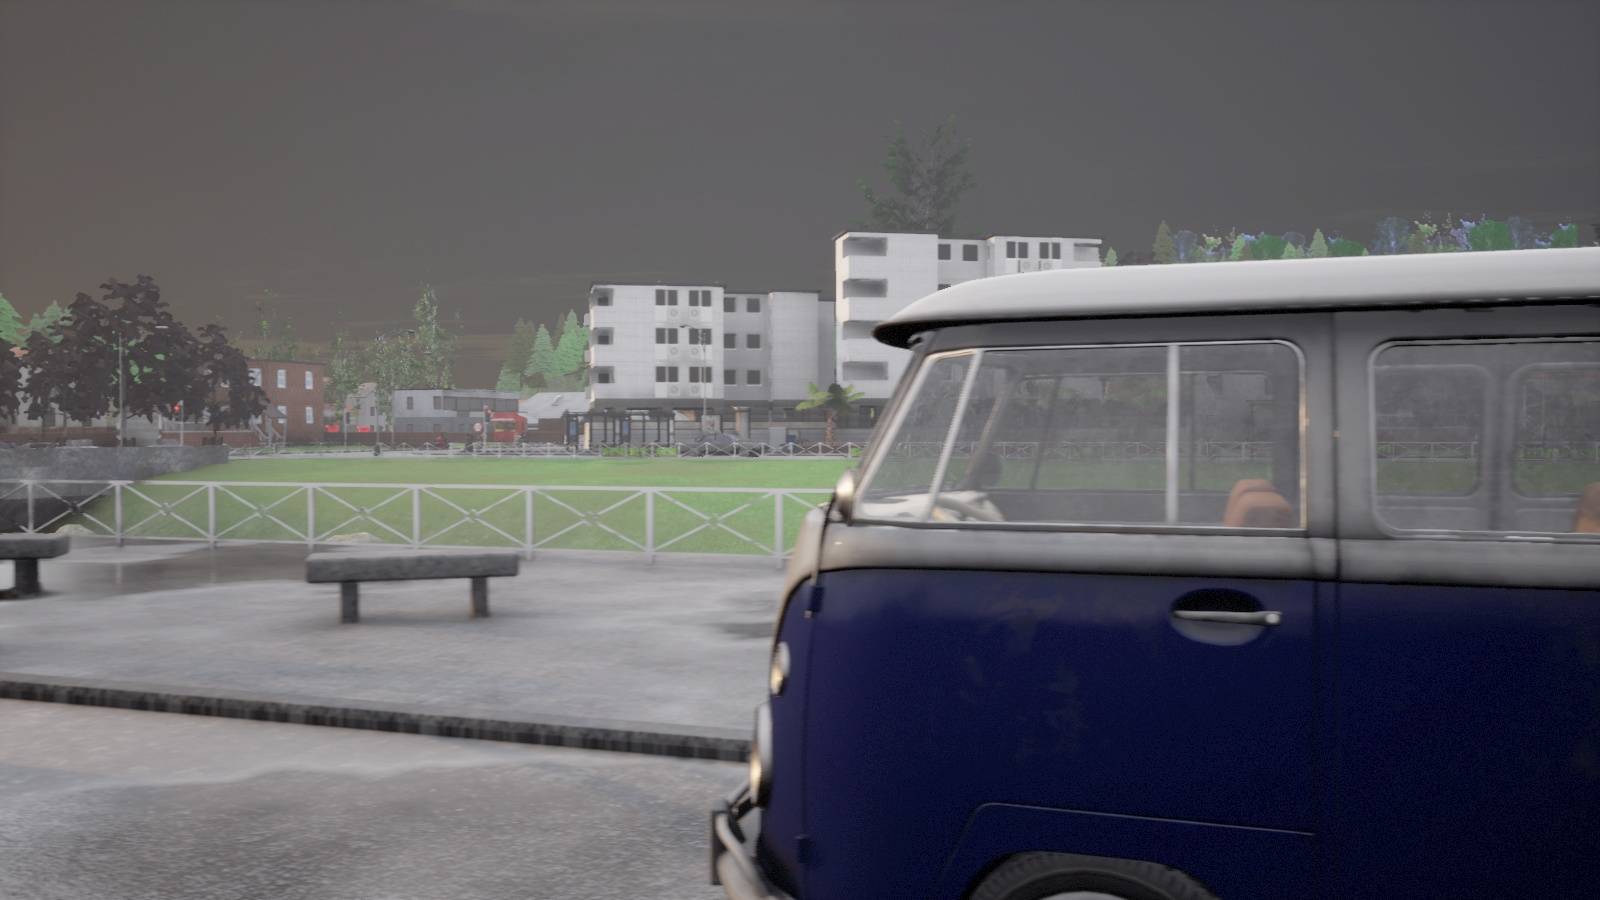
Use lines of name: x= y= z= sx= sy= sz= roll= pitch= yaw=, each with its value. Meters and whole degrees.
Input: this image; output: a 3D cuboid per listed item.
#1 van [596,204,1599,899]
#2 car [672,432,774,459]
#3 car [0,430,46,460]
van: x=1.911 y=0.537 z=3.072 sx=4.442 sy=1.987 sz=1.775 roll=1 pitch=1 yaw=19
car: x=-4.305 y=-0.267 z=70.269 sx=5.357 sy=1.411 sz=2.033 roll=1 pitch=1 yaw=19
car: x=-39.252 y=-0.236 z=60.112 sx=2.033 sy=1.411 sz=5.357 roll=1 pitch=1 yaw=20
